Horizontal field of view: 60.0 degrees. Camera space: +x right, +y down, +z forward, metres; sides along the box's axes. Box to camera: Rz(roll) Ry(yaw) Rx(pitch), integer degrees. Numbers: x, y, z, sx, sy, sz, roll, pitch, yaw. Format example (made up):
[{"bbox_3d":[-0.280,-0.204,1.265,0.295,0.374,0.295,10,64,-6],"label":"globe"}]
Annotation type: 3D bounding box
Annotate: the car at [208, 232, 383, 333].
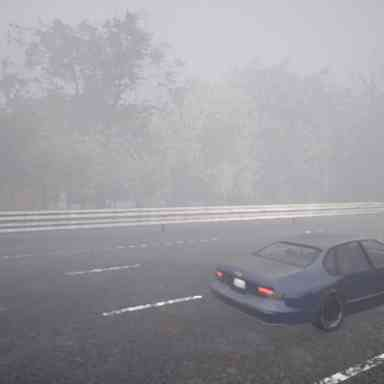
[{"bbox_3d":[2.938,1.548,6.734,5.357,1.411,2.033,0,0,-30],"label":"car"}]
